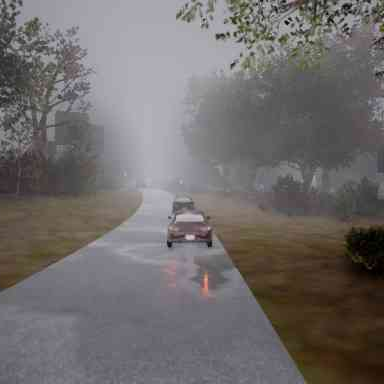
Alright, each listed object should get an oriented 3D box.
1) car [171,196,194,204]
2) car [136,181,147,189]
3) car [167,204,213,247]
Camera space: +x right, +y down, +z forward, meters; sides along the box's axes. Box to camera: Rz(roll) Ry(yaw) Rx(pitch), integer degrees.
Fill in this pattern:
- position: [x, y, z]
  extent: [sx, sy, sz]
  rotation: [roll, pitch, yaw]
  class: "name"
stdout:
- position: [-0.837, 1.104, 29.710]
  extent: [1.882, 1.535, 5.008]
  rotation: [0, 2, -4]
  class: "car"
- position: [-11.394, -1.711, 75.626]
  extent: [2.097, 1.767, 4.553]
  rotation: [1, 3, -15]
  class: "car"
- position: [-0.121, 1.494, 14.672]
  extent: [1.812, 1.442, 4.674]
  rotation: [0, 1, -1]
  class: "car"
